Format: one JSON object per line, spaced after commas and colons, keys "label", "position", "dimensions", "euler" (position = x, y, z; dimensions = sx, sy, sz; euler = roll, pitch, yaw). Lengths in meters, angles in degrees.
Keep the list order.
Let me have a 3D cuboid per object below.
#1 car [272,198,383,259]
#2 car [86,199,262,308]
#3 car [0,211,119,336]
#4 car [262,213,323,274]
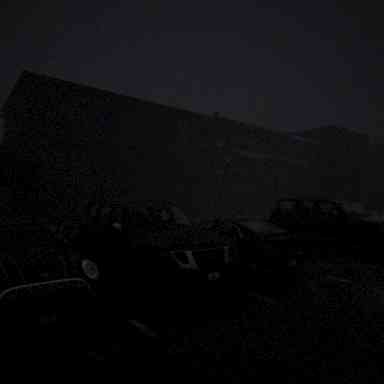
{"label": "car", "position": [5.659, 1.278, 13.380], "dimensions": [2.435, 2.045, 5.566], "euler": [0, 0, -35]}
{"label": "car", "position": [-1.193, 1.238, 8.503], "dimensions": [2.435, 2.045, 5.566], "euler": [0, 0, -35]}
{"label": "car", "position": [-3.509, 1.356, 6.926], "dimensions": [2.185, 1.767, 4.553], "euler": [0, 0, -36]}
{"label": "car", "position": [1.079, 1.500, 10.148], "dimensions": [2.231, 1.521, 4.892], "euler": [0, 0, -35]}
